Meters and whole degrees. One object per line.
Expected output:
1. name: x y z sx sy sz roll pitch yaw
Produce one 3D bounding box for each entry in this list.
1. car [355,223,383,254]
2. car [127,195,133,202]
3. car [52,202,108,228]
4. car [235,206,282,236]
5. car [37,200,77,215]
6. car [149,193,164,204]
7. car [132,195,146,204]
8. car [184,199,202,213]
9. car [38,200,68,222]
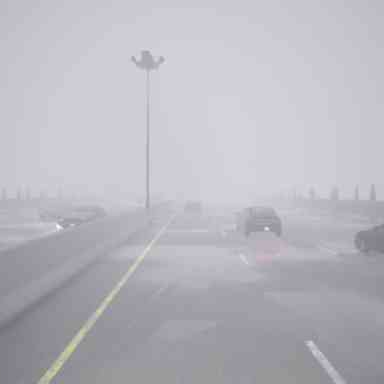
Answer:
1. car: 7.100 1.535 10.701 1.812 1.442 4.674 0 0 0
2. car: -13.403 1.510 75.880 1.882 1.535 5.008 0 0 2
3. car: -7.100 1.566 22.382 2.033 1.411 5.357 0 0 0
4. car: 3.601 1.520 18.461 1.837 1.490 4.892 0 0 0
5. car: -14.096 1.576 35.046 2.033 1.411 5.357 0 0 0
6. car: -6.759 1.276 63.897 2.150 2.045 5.566 0 0 2
7. car: -10.155 1.546 67.251 1.837 1.490 4.892 0 0 2
8. car: 0.101 1.522 37.398 2.128 1.511 4.902 0 0 0
9. car: -10.597 1.547 26.824 1.812 1.442 4.674 0 0 0
